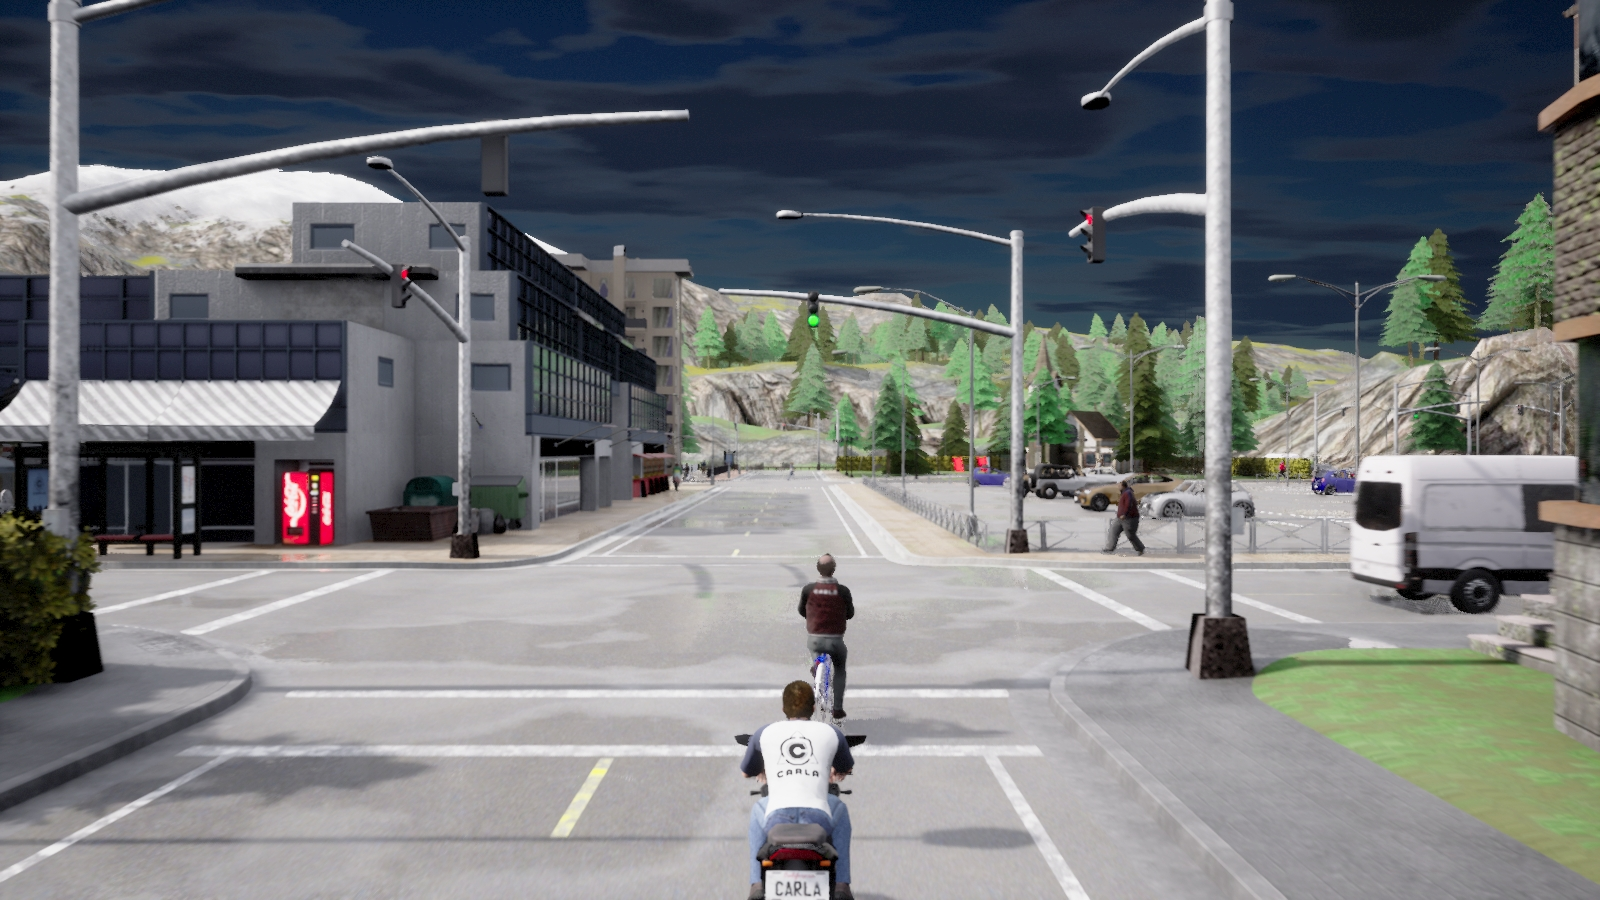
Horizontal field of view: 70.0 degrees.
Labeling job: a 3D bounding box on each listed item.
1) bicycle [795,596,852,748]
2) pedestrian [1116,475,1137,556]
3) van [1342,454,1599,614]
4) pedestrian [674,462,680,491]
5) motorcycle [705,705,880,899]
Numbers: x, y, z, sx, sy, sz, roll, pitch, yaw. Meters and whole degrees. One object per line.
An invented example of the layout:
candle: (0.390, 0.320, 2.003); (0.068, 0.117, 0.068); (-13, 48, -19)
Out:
bicycle: (0.258, 2.199, 11.626); (0.329, 1.171, 1.835); (2, 1, 8)
pedestrian: (7.597, 1.518, 26.591); (0.375, 1.860, 0.375); (0, 0, 0)
van: (12.588, 1.352, 19.314); (5.915, 2.561, 1.988); (0, 0, -1)
pedestrian: (-7.914, 1.723, 73.504); (0.375, 1.860, 0.375); (0, 0, -2)
motorcycle: (-0.016, 2.199, 6.262); (0.803, 1.145, 2.033); (0, 0, 1)
